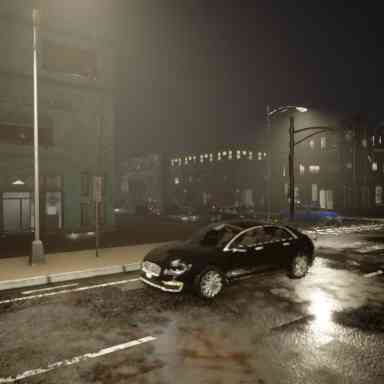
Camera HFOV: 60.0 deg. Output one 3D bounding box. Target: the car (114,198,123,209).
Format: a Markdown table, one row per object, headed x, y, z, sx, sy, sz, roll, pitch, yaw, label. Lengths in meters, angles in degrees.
| x | y | z | sx | sy | sz | roll | pitch | yaw | label |
| --- | --- | --- | --- | --- | --- | --- | --- | --- | --- |
| -13.548 | 2.151 | 54.599 | 1.994 | 1.385 | 4.181 | -1 | 0 | -35 | car |

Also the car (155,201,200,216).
| x | y | z | sx | sy | sz | roll | pitch | yaw | label |
| --- | --- | --- | --- | --- | --- | --- | --- | --- | --- |
| -1.743 | 1.908 | 37.862 | 2.033 | 1.411 | 5.357 | -1 | 0 | -35 | car |

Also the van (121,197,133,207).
| x | y | z | sx | sy | sz | roll | pitch | yaw | label |
| --- | --- | --- | --- | --- | --- | --- | --- | --- | --- |
| -10.835 | 1.906 | 60.596 | 1.690 | 1.788 | 3.998 | -1 | 0 | -35 | van |

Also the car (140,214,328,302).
| x | y | z | sx | sy | sz | roll | pitch | yaw | label |
| --- | --- | --- | --- | --- | --- | --- | --- | --- | --- |
| 1.086 | 1.504 | 8.384 | 4.892 | 1.490 | 1.837 | 0 | 0 | -35 | car |

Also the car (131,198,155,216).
| x | y | z | sx | sy | sz | roll | pitch | yaw | label |
| --- | --- | --- | --- | --- | --- | --- | --- | --- | --- |
| -4.819 | 1.845 | 37.697 | 1.967 | 1.590 | 4.097 | -1 | 0 | -35 | car |

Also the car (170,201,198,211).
| x | y | z | sx | sy | sz | roll | pitch | yaw | label |
| --- | --- | --- | --- | --- | --- | --- | --- | --- | --- |
| -1.199 | 1.965 | 47.068 | 1.802 | 1.307 | 4.206 | -2 | 0 | -35 | car |

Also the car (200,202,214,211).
| x | y | z | sx | sy | sz | roll | pitch | yaw | label |
| --- | --- | --- | --- | --- | --- | --- | --- | --- | --- |
| 2.010 | 1.903 | 42.559 | 1.802 | 1.307 | 4.206 | -2 | 0 | -35 | car |

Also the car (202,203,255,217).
| x | y | z | sx | sy | sz | roll | pitch | yaw | label |
| --- | --- | --- | --- | --- | --- | --- | --- | --- | --- |
| 3.133 | 1.814 | 26.322 | 1.947 | 1.339 | 4.313 | -2 | 0 | -35 | car |

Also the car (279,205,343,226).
| x | y | z | sx | sy | sz | roll | pitch | yaw | label |
| --- | --- | --- | --- | --- | --- | --- | --- | --- | --- |
| 8.395 | 1.685 | 23.875 | 1.812 | 1.442 | 4.674 | -1 | 0 | -37 | car |
